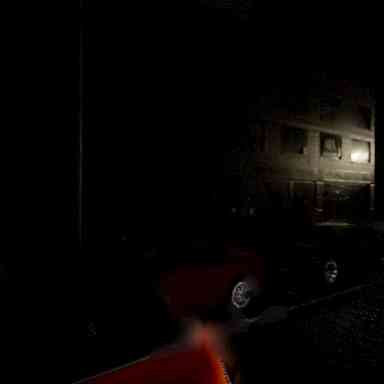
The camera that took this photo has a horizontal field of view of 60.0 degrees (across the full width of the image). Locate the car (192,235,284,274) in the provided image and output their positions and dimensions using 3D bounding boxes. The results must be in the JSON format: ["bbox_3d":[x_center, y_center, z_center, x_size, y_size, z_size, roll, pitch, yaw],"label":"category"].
[{"bbox_3d":[-0.590,1.545,6.196,4.507,1.381,1.887,0,1,-35],"label":"car"}]

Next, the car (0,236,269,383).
[{"bbox_3d":[-1.913,1.351,2.021,4.553,1.767,2.097,0,0,-35],"label":"car"}]

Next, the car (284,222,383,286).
[{"bbox_3d":[3.999,1.567,9.423,4.313,1.339,1.947,0,1,-35],"label":"car"}]
